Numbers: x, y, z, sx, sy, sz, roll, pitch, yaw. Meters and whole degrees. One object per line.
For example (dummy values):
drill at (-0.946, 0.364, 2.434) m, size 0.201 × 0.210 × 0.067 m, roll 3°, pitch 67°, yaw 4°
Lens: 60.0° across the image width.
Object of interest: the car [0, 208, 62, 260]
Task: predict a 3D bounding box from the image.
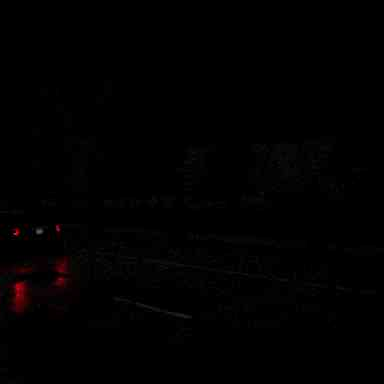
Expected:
car at (-7.282, 1.497, 13.380) m, size 4.553 × 1.767 × 2.097 m, roll -1°, pitch -1°, yaw 36°
